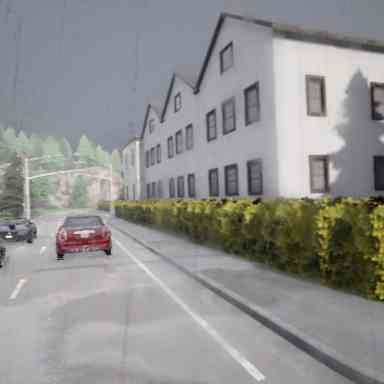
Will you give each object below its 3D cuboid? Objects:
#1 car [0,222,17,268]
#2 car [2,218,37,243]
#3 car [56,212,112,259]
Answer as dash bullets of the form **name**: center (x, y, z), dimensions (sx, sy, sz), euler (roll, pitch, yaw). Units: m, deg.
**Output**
- **car**: center (-7.037, 1.956, 10.128), dimensions (2.033, 1.411, 5.357), euler (-2, -1, -20)
- **car**: center (-10.352, 2.231, 19.534), dimensions (1.994, 1.385, 4.181), euler (-2, -1, -20)
- **car**: center (-4.850, 1.742, 14.799), dimensions (2.097, 1.767, 4.553), euler (-2, -1, -20)
